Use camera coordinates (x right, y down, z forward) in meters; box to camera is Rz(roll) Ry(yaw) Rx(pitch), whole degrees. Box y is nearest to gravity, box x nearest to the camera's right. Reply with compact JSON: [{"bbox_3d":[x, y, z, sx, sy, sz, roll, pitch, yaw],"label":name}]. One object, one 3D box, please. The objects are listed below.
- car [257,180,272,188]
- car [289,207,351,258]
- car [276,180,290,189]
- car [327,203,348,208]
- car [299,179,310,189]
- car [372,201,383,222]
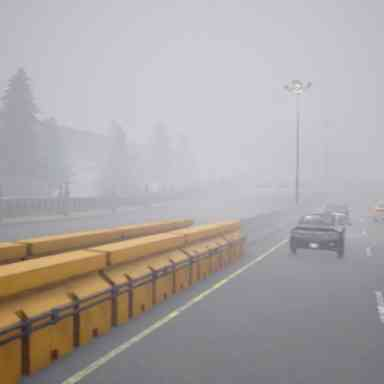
[{"bbox_3d":[13.676,-1.468,62.836,1.994,1.385,4.181,0,6,27],"label":"car"},{"bbox_3d":[5.218,1.613,13.454,2.128,1.511,4.902,0,0,26],"label":"car"},{"bbox_3d":[16.810,-1.481,61.279,1.812,1.442,4.674,0,6,27],"label":"car"},{"bbox_3d":[11.328,1.554,26.012,2.033,1.411,5.357,0,2,26],"label":"car"},{"bbox_3d":[19.947,-1.479,59.735,1.837,1.490,4.892,1,6,27],"label":"car"},{"bbox_3d":[15.220,1.444,25.966,1.882,1.535,5.008,0,3,26],"label":"car"}]
